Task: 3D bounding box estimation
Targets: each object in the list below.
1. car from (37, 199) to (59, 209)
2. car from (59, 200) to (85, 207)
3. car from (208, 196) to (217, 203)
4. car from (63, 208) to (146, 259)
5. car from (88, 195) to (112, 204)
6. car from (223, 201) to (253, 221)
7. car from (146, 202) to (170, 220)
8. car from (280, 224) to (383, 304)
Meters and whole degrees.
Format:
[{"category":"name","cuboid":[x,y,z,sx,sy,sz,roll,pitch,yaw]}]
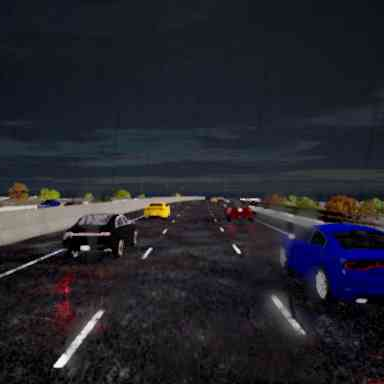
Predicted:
[{"category":"car","cuboid":[-20.372,1.805,47.829,1.812,1.442,4.674,0,-1,2]},{"category":"car","cuboid":[-16.871,1.845,47.855,1.994,1.385,4.181,0,-1,2]},{"category":"car","cuboid":[6.022,2.120,91.971,1.801,1.575,5.366,0,-1,3]},{"category":"car","cuboid":[-3.336,1.560,12.871,2.128,1.511,4.902,0,0,0]},{"category":"car","cuboid":[-13.343,1.512,48.741,2.150,2.045,5.566,0,-1,2]},{"category":"car","cuboid":[3.865,1.512,28.551,2.097,1.767,4.553,0,0,1]},{"category":"car","cuboid":[-3.105,1.645,30.356,1.882,1.535,5.008,0,0,1]},{"category":"car","cuboid":[3.632,1.523,8.333,1.882,1.535,5.008,0,0,0]}]
